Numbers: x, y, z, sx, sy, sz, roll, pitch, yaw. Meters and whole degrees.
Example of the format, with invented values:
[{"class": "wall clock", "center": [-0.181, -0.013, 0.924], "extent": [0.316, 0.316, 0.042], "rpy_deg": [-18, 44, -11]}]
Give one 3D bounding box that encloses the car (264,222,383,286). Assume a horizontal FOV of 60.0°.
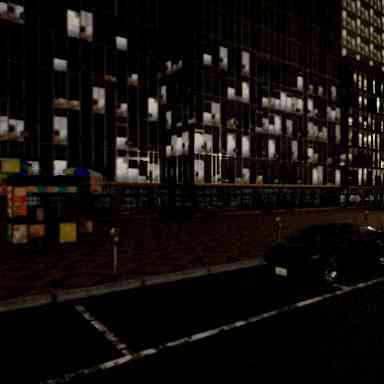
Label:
[{"class": "car", "center": [3.952, 1.564, 9.385], "extent": [4.313, 1.339, 1.947], "rpy_deg": [0, 0, -36]}]
